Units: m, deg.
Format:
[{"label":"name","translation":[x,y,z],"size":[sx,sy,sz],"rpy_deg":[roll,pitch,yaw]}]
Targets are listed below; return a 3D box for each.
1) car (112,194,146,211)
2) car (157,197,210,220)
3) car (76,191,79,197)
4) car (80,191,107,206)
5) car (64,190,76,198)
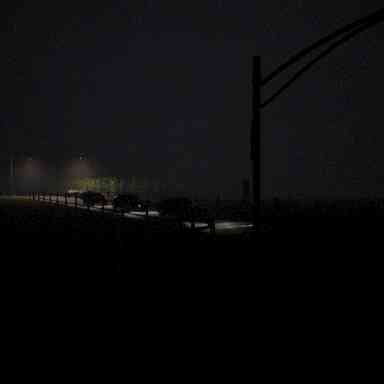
[{"label":"car","translation":[-6.117,0.969,31.952],"size":[1.837,1.490,4.892],"rpy_deg":[0,1,-35]},{"label":"car","translation":[-0.718,1.113,24.198],"size":[1.882,1.535,5.008],"rpy_deg":[0,1,-35]},{"label":"car","translation":[-16.460,0.538,53.260],"size":[1.882,1.535,5.008],"rpy_deg":[0,1,-35]},{"label":"car","translation":[-11.723,0.813,40.024],"size":[1.812,1.442,4.674],"rpy_deg":[0,1,-35]},{"label":"car","translation":[-22.376,0.373,61.750],"size":[2.128,1.511,4.902],"rpy_deg":[0,1,-35]}]
